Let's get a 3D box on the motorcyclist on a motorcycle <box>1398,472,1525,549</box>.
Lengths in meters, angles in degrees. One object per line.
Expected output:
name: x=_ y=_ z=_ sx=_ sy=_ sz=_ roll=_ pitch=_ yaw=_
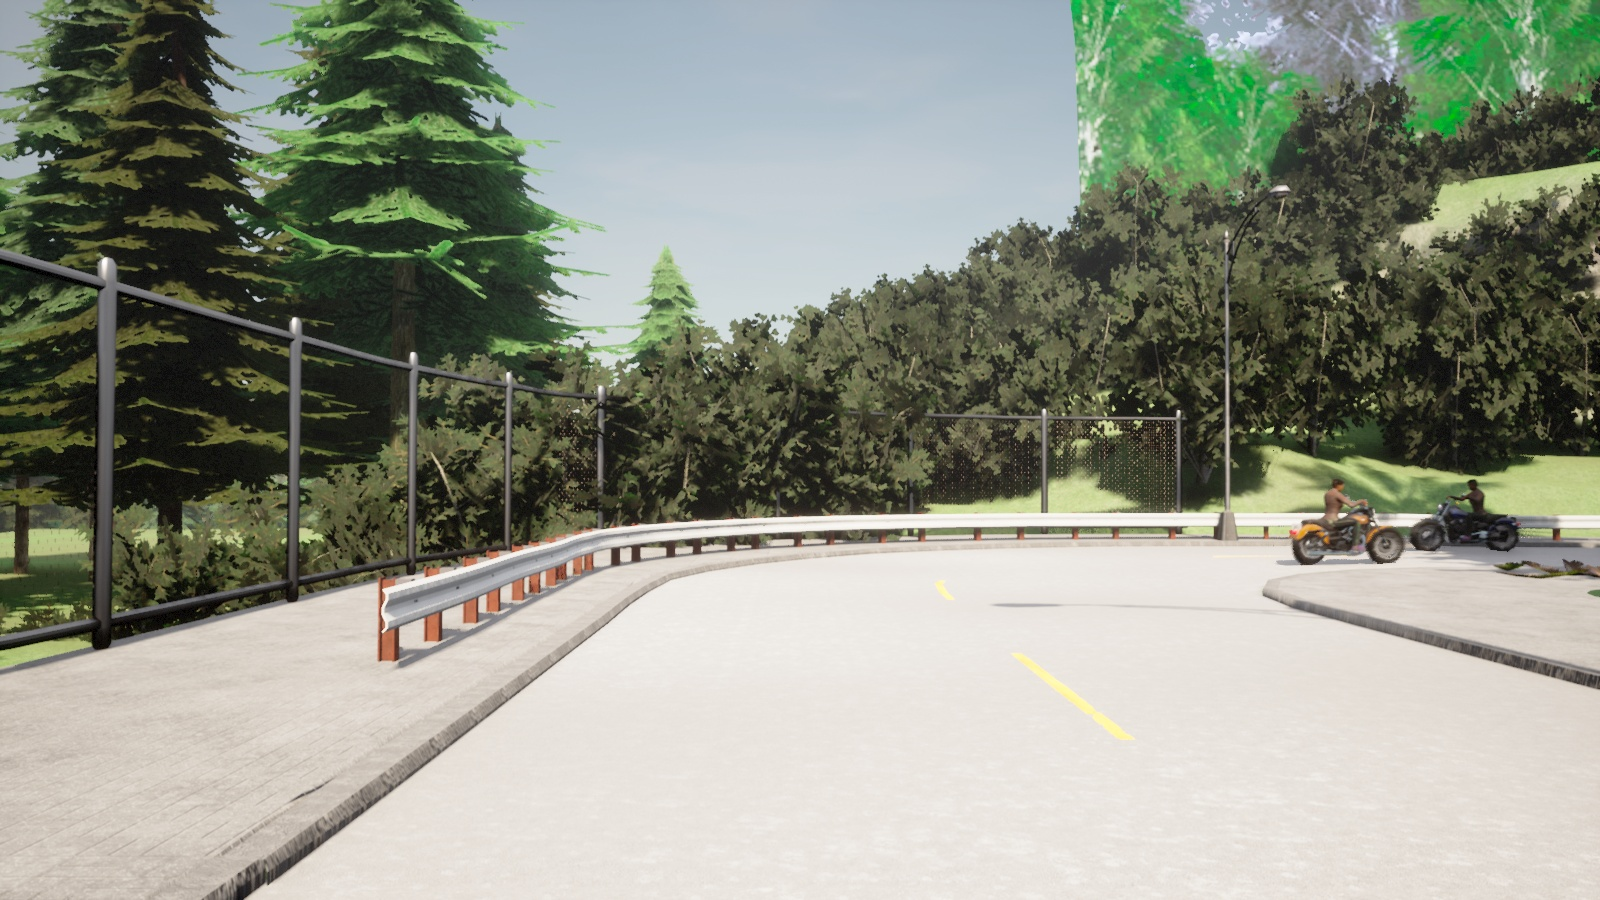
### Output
motorcyclist on a motorcycle: x=14.471 y=1.317 z=27.503 sx=2.350 sy=1.649 sz=0.766 roll=0 pitch=-1 yaw=0

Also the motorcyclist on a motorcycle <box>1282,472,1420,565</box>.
motorcyclist on a motorcycle: x=10.188 y=1.242 z=23.228 sx=2.350 sy=1.649 sz=0.766 roll=0 pitch=0 yaw=-15
